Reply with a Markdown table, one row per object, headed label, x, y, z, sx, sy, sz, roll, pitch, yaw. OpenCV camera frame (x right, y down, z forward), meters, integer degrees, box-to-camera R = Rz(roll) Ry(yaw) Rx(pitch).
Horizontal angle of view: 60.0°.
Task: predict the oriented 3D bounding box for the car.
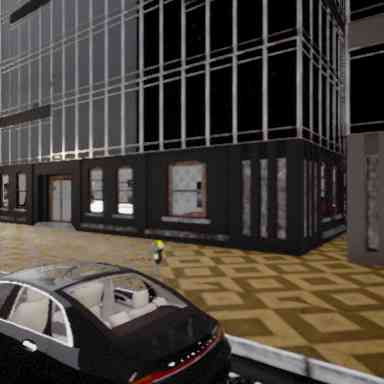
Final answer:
| label | x | y | z | sx | sy | sz | roll | pitch | yaw |
| --- | --- | --- | --- | --- | --- | --- | --- | --- | --- |
| car | -1.667 | 1.549 | 4.062 | 4.403 | 1.369 | 2.008 | 0 | 0 | 35 |
